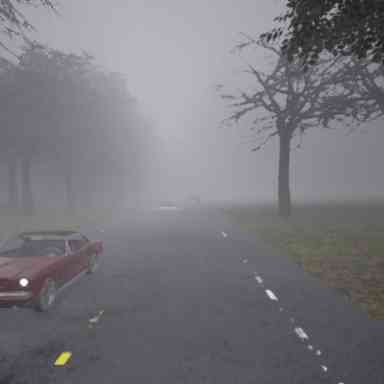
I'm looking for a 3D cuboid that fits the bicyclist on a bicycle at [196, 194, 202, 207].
[{"bbox_3d":[0.944,1.410,46.963,0.866,1.612,1.509,0,0,0],"label":"bicyclist on a bicycle"}]

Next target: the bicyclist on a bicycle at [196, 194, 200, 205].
[{"bbox_3d":[0.954,1.298,56.789,0.659,1.776,1.843,0,1,0],"label":"bicyclist on a bicycle"}]

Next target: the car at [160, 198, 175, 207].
[{"bbox_3d":[-3.587,1.524,50.000,1.994,1.385,4.181,0,0,0],"label":"car"}]

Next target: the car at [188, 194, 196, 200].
[{"bbox_3d":[-0.011,1.159,82.908,1.812,1.442,4.674,0,0,0],"label":"car"}]

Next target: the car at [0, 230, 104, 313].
[{"bbox_3d":[-3.602,1.630,7.830,1.895,1.301,4.718,0,0,0],"label":"car"}]

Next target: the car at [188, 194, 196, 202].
[{"bbox_3d":[-0.010,1.376,71.912,2.033,1.411,5.357,0,0,0],"label":"car"}]
